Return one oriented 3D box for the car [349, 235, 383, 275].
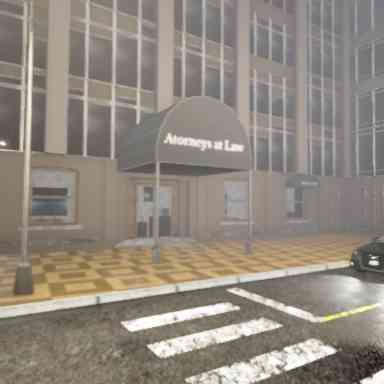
[{"bbox_3d":[7.140,1.987,10.972,4.181,1.385,1.994,2,-3,-31],"label":"car"}]
